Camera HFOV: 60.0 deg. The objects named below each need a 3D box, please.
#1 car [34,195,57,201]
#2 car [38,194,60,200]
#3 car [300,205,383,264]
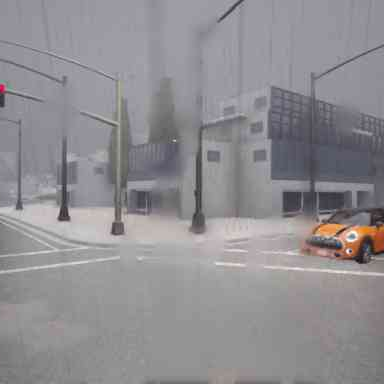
[{"bbox_3d":[-36.868,1.441,82.988,4.902,1.511,2.128,0,0,2],"label":"car"},{"bbox_3d":[-37.270,1.398,86.515,5.008,1.535,1.882,0,0,6],"label":"car"},{"bbox_3d":[5.970,1.386,12.085,4.553,1.767,2.097,0,0,-37],"label":"car"}]
